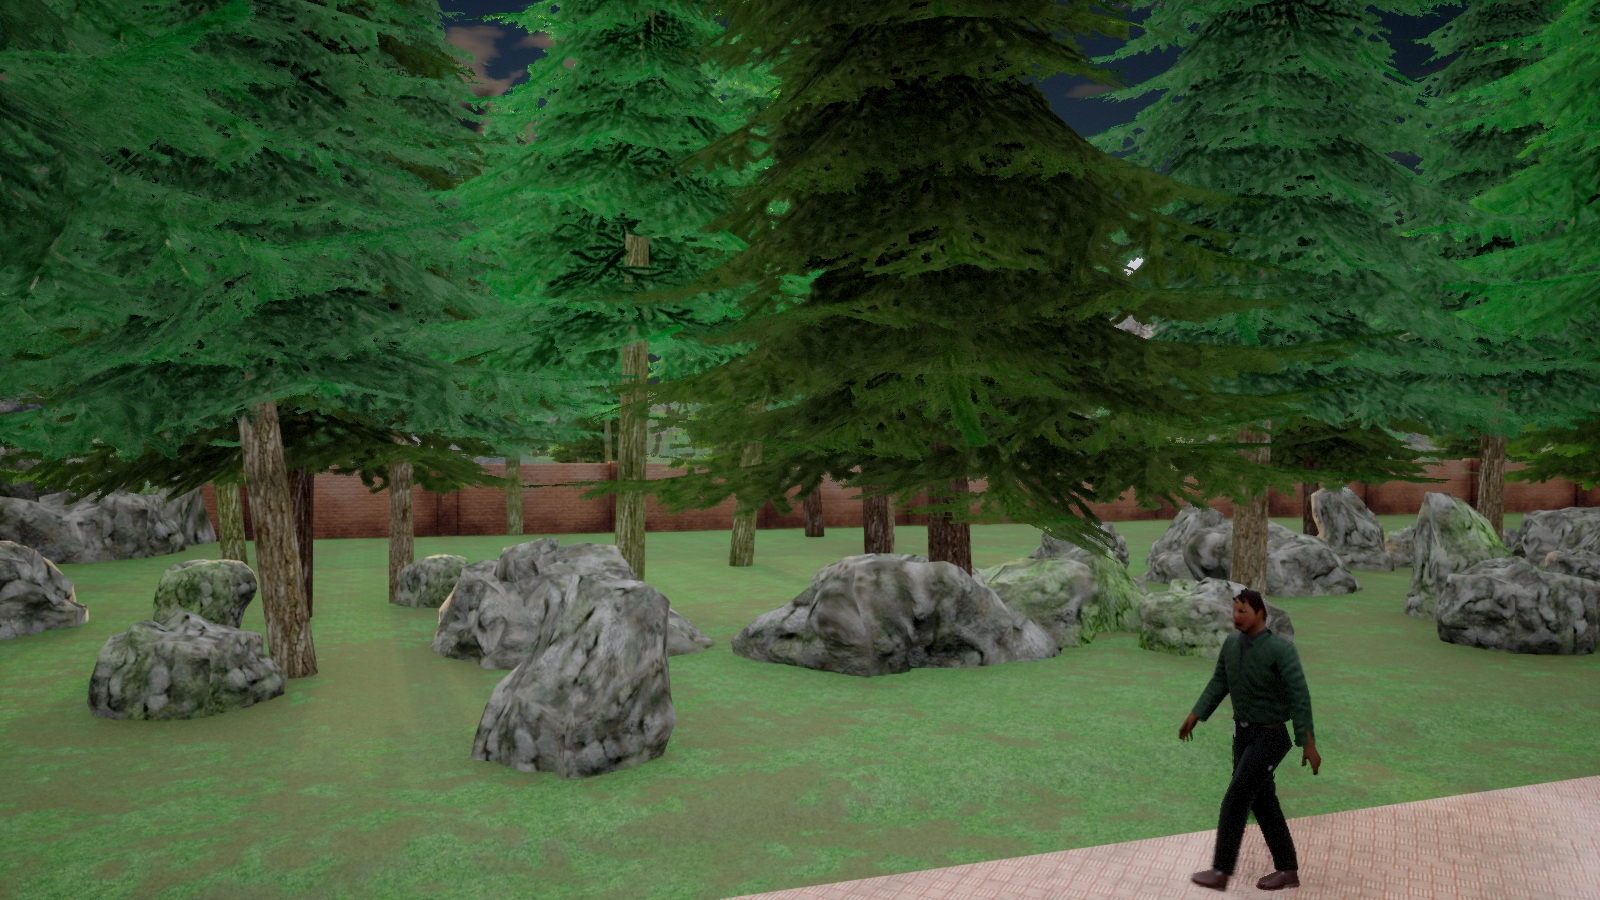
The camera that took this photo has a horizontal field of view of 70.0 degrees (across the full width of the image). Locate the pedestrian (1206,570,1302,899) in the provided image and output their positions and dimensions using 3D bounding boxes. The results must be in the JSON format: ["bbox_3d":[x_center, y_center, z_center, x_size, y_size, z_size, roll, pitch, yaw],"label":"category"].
[{"bbox_3d":[2.677,1.667,6.753,0.375,1.860,0.375,0,0,-18],"label":"pedestrian"}]
